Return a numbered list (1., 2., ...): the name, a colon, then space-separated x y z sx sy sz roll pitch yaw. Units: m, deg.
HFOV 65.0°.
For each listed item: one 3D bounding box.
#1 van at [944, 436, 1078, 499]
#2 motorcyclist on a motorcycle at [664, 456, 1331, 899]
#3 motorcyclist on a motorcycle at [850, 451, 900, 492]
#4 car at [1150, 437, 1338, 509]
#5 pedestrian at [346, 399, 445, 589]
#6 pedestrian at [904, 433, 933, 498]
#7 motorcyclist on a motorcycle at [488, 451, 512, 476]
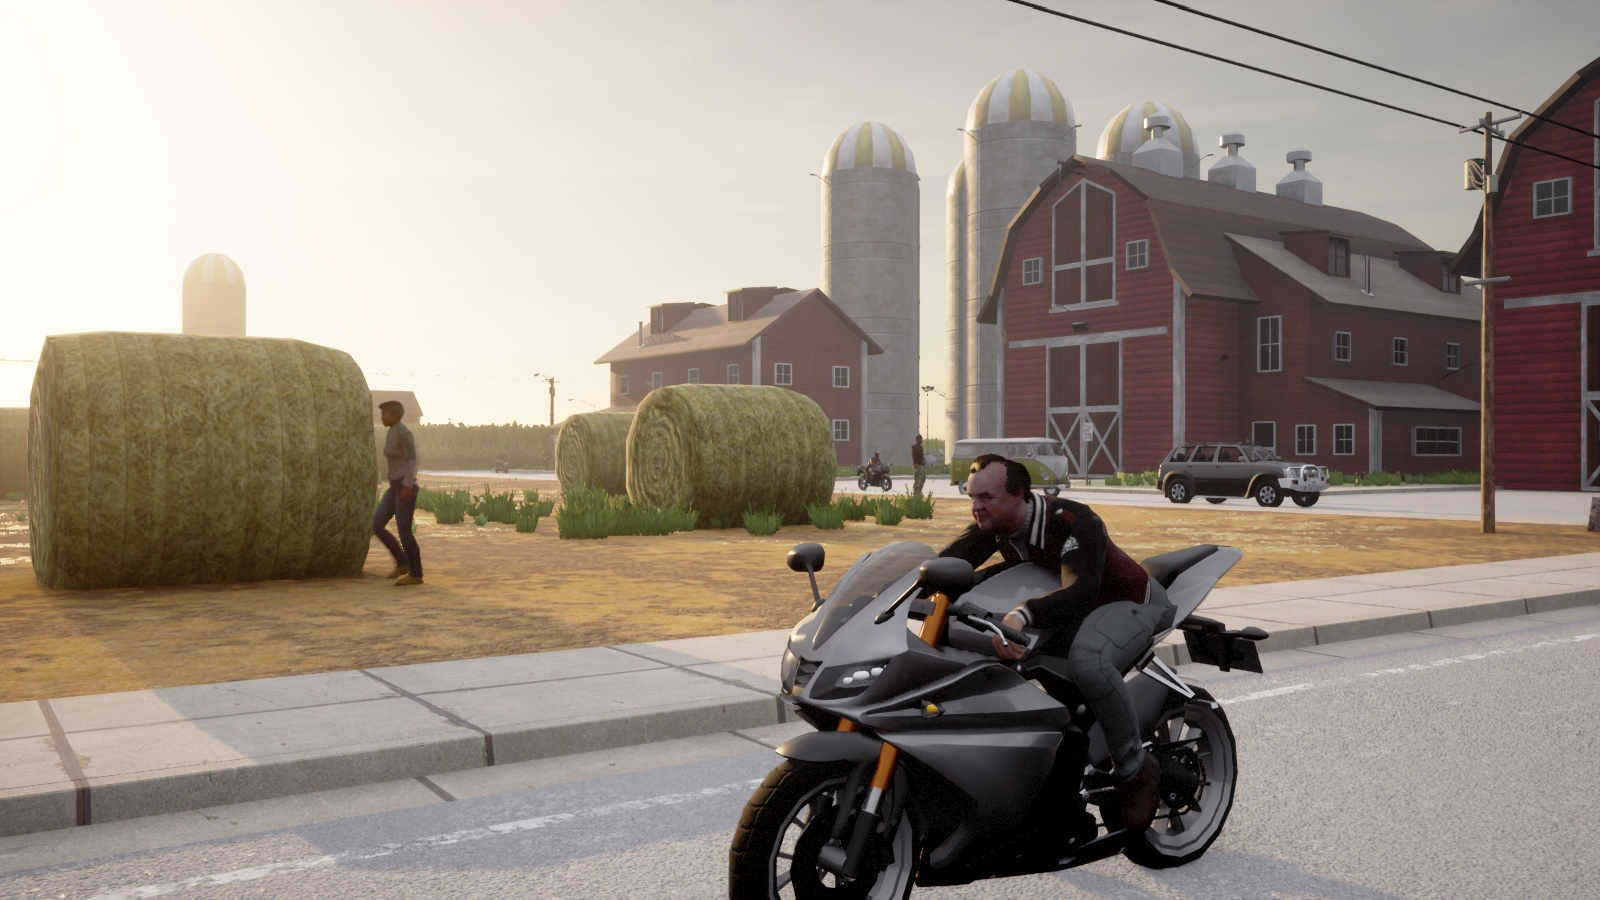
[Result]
1. van: 6.999 0.559 42.020 1.775 1.987 4.442 0 0 -36
2. motorcyclist on a motorcycle: 0.725 0.788 4.164 2.191 1.530 0.866 0 0 -35
3. motorcyclist on a motorcycle: 2.848 0.810 47.760 0.797 1.523 2.044 0 0 -36
4. car: 12.212 0.591 34.812 1.932 1.855 4.605 0 0 -36
5. pedestrian: -3.944 0.419 12.265 0.869 1.805 0.328 0 0 -30
6. pedestrian: 3.410 0.449 36.219 0.431 1.840 0.703 0 0 -45
7. motorcyclist on a motorcycle: -20.608 0.923 86.165 0.766 1.649 2.350 0 0 -36
